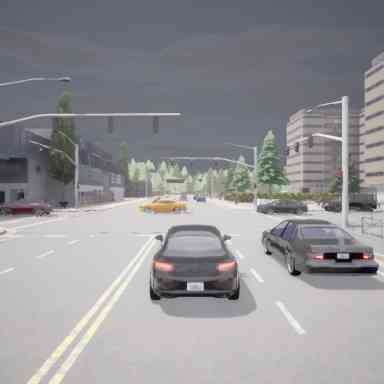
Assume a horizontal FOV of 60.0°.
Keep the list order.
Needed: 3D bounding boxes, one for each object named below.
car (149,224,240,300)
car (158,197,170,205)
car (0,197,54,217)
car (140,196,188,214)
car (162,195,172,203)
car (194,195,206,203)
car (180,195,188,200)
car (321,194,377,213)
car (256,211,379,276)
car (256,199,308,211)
[{"bbox_3d":[0.037,1.526,8.247,1.812,1.442,4.674,0,0,-1],"label":"car"},{"bbox_3d":[-5.018,1.564,60.269,1.994,1.385,4.181,0,0,-2],"label":"car"},{"bbox_3d":[-15.452,1.352,30.967,4.553,1.767,2.097,0,0,-2],"label":"car"},{"bbox_3d":[-2.985,1.477,35.028,5.008,1.535,1.882,0,0,-4],"label":"car"},{"bbox_3d":[-5.217,1.478,70.600,1.882,1.535,5.008,0,0,-1],"label":"car"},{"bbox_3d":[1.908,1.477,69.583,1.882,1.535,5.008,0,0,-1],"label":"car"},{"bbox_3d":[-2.183,1.467,88.802,1.994,1.385,4.181,0,0,-1],"label":"car"},{"bbox_3d":[17.000,1.221,36.049,5.566,2.045,2.150,0,0,-2],"label":"car"},{"bbox_3d":[3.534,1.547,10.304,2.033,1.411,5.357,0,0,0],"label":"car"},{"bbox_3d":[8.714,1.505,32.284,4.892,1.490,1.837,0,0,-2],"label":"car"}]
